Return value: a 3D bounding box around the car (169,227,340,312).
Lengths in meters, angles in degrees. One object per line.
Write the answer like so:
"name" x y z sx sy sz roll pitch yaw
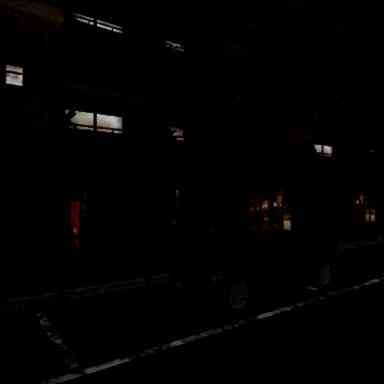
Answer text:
"car" 1.584 1.544 7.690 4.507 1.381 1.887 0 0 -36
